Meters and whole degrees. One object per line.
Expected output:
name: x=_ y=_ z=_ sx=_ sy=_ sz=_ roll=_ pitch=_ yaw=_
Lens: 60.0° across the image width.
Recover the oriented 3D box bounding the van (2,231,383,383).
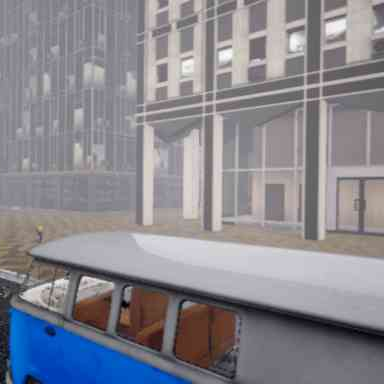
van: x=0.005 y=1.333 z=2.858 sx=3.998 sy=1.788 sz=1.690 roll=0 pitch=1 yaw=35
